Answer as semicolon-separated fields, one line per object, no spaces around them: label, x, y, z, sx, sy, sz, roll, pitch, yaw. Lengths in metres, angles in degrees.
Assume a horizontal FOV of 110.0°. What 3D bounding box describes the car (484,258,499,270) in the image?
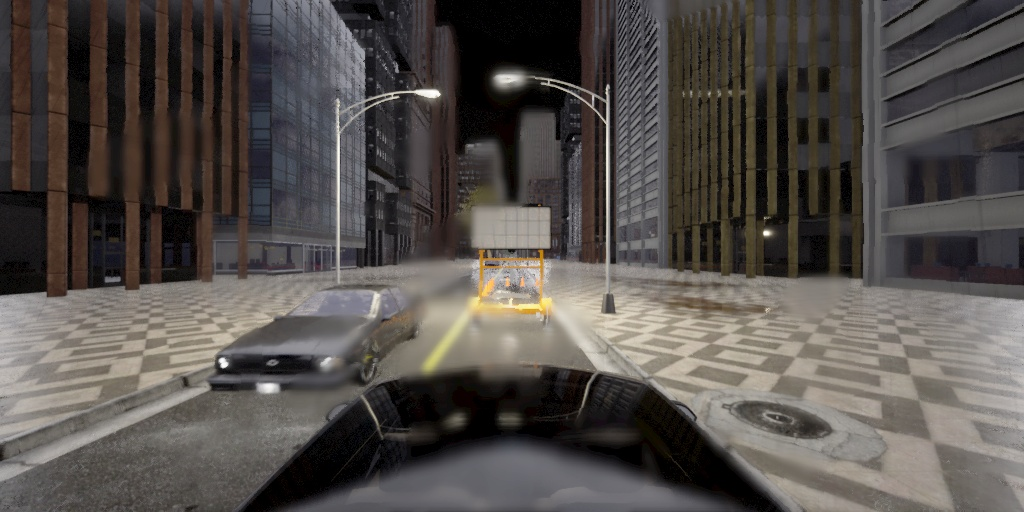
car;-3.057;1.112;53.430;2.097;1.767;4.553;0;0;0

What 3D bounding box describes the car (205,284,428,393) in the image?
car;-3.105;1.297;7.228;2.033;1.411;5.357;0;0;0

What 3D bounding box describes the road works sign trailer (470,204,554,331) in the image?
road works sign trailer;-0.010;0.214;10.971;2.380;3.560;2.880;0;0;0
